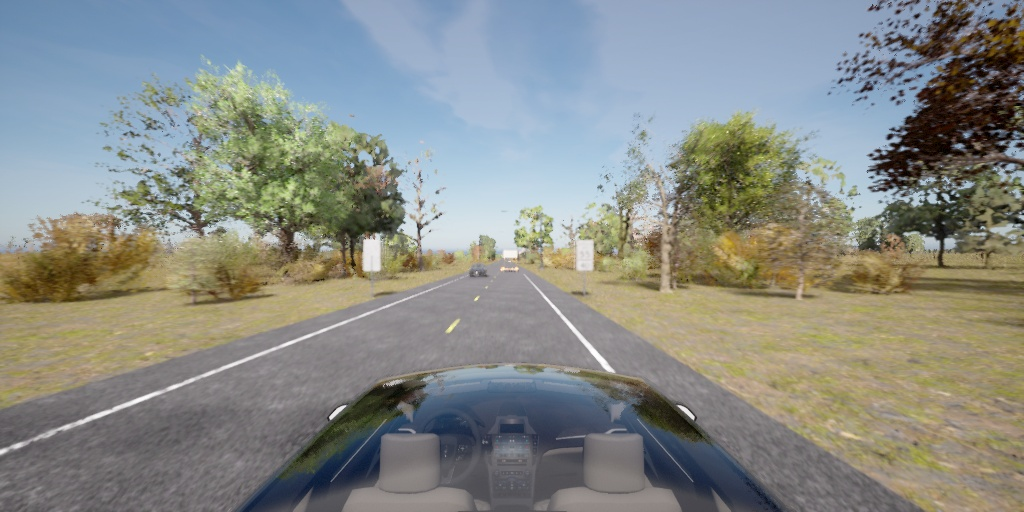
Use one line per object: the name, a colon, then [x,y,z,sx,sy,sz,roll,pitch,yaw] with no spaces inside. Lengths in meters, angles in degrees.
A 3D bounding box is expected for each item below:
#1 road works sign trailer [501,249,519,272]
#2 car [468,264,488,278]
road works sign trailer: [-0.274,0.697,55.228,2.380,3.560,2.880,0,0,1]
car: [-3.724,1.603,39.958,1.837,1.490,4.892,0,-1,0]
